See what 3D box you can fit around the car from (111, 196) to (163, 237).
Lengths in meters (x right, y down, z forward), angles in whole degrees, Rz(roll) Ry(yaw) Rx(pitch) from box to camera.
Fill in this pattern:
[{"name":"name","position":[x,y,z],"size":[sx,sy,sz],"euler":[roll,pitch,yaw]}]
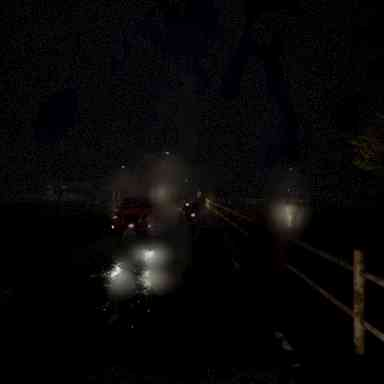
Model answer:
[{"name":"car","position":[-2.865,1.232,18.427],"size":[2.150,2.045,5.566],"euler":[0,0,0]}]

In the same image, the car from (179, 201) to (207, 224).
[{"name":"car","position":[0.078,1.597,25.296],"size":[1.994,1.385,4.181],"euler":[0,0,0]}]

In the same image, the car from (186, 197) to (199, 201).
[{"name":"car","position":[0.064,1.473,40.962],"size":[2.097,1.767,4.553],"euler":[0,0,0]}]
